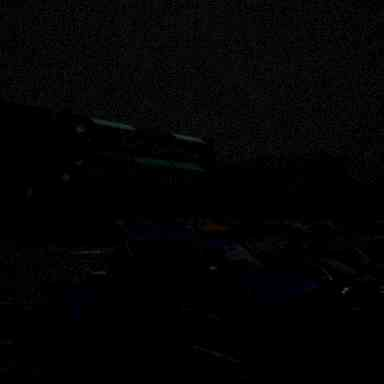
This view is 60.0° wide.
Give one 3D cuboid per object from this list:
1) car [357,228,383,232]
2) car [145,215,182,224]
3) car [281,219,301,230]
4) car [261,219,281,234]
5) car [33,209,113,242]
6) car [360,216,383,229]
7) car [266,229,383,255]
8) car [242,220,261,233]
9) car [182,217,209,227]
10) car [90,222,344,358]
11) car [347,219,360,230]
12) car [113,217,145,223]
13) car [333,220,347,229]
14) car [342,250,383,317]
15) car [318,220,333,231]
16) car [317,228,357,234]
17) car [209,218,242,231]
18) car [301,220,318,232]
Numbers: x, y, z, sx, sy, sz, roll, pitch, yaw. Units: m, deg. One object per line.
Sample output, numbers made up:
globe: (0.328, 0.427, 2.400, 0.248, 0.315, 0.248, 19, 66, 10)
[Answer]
car: (10.131, 2.897, 15.165, 4.553, 1.767, 2.185, 2, -1, 34)
car: (-3.667, 2.762, 26.139, 4.892, 1.521, 2.231, 0, -3, 34)
car: (8.298, 3.599, 34.787, 5.008, 1.535, 2.097, 0, -3, 34)
car: (5.882, 3.461, 33.072, 4.792, 1.488, 2.163, 0, -3, 34)
car: (-8.467, 2.174, 22.691, 5.566, 2.045, 2.435, 0, -3, 34)
car: (25.035, 4.649, 46.942, 4.553, 1.767, 2.185, 0, -3, 34)
car: (5.193, 2.552, 11.659, 4.553, 1.767, 2.185, 2, -2, 34)
car: (3.511, 3.265, 31.329, 4.892, 1.521, 2.231, 0, -3, 34)
car: (-1.290, 2.804, 27.892, 4.553, 1.767, 2.185, 0, -3, 34)
car: (0.362, 2.086, 8.097, 5.566, 2.045, 2.435, 2, -2, 34)
car: (17.901, 4.301, 41.711, 4.792, 1.488, 2.163, 0, -3, 34)
car: (-6.057, 2.633, 24.402, 4.674, 1.452, 2.002, 0, -3, 34)
car: (15.325, 4.099, 40.086, 5.366, 1.575, 1.946, 0, -3, 34)
car: (2.770, 2.508, 9.862, 4.892, 1.521, 2.231, 2, -1, 34)
car: (13.092, 3.936, 38.260, 5.008, 1.535, 2.097, 0, -3, 34)
car: (7.686, 2.725, 13.388, 4.553, 1.767, 2.185, 2, -1, 34)
car: (1.280, 3.095, 29.502, 5.366, 1.575, 1.946, 0, -3, 34)
car: (10.539, 3.763, 36.623, 5.366, 1.575, 1.946, 0, -3, 34)
